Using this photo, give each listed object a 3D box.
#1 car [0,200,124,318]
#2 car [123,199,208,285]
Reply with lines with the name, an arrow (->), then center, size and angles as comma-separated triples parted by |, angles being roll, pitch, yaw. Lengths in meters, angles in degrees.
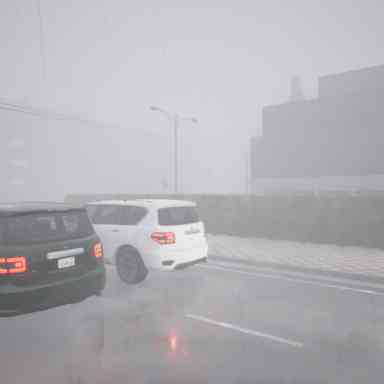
car -> -4.184, 1.222, 6.928 | 5.566, 2.045, 2.150 | 0, 0, 36
car -> -2.164, 1.222, 9.786 | 5.566, 2.045, 2.150 | 0, 0, 36
